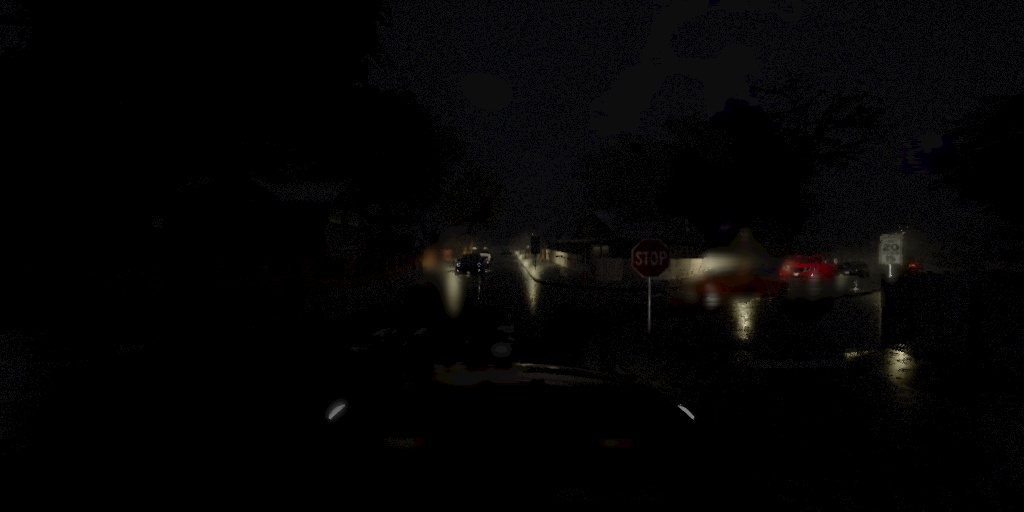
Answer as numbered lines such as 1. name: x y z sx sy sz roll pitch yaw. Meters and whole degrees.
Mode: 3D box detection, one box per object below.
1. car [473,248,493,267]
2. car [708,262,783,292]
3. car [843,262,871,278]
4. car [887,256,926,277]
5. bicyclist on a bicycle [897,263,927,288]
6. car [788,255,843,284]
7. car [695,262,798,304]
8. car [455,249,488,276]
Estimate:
1. car: -3.482 0.101 39.391 2.150 2.045 5.566 0 2 -1
2. car: 14.197 1.192 21.708 5.008 1.535 1.882 0 0 -32
3. car: 32.778 1.292 34.391 4.902 1.511 2.128 0 0 -37
4. car: 38.973 1.060 35.478 5.566 2.045 2.150 0 0 -38
5. bicyclist on a bicycle: 21.704 1.222 19.460 0.582 1.620 1.656 0 0 -33
6. car: 22.675 0.975 27.210 5.566 2.045 2.150 0 0 -34
7. car: 10.323 1.185 15.966 5.008 1.535 1.882 0 0 -29
8. car: -3.302 0.598 29.098 2.097 1.767 4.553 0 2 -1
